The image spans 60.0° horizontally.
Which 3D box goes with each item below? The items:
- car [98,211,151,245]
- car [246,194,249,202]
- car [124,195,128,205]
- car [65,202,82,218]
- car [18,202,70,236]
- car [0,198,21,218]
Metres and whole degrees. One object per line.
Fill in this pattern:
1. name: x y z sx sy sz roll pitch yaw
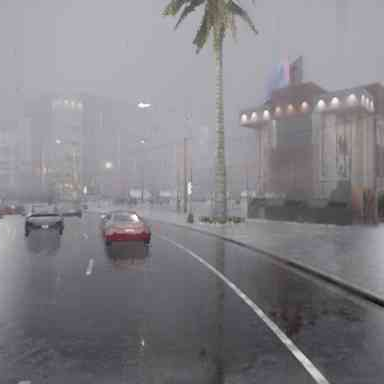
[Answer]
1. car: -3.283 1.570 15.746 1.994 1.385 4.181 0 0 -20
2. car: 8.970 1.435 52.266 4.674 1.452 2.002 0 0 42
3. car: -11.095 1.276 55.171 4.553 1.767 2.185 0 0 42
4. car: -11.397 1.576 29.481 1.994 1.385 4.181 0 0 -40
5. car: -8.419 1.501 18.813 2.128 1.511 4.902 0 0 -26
6. car: -16.984 1.367 30.377 2.097 1.767 4.553 0 0 -43
